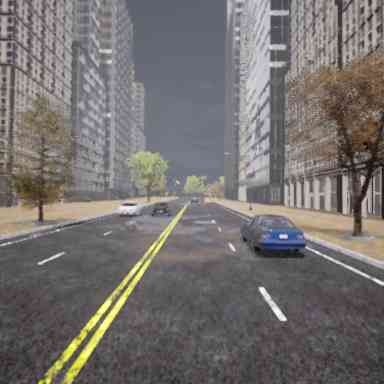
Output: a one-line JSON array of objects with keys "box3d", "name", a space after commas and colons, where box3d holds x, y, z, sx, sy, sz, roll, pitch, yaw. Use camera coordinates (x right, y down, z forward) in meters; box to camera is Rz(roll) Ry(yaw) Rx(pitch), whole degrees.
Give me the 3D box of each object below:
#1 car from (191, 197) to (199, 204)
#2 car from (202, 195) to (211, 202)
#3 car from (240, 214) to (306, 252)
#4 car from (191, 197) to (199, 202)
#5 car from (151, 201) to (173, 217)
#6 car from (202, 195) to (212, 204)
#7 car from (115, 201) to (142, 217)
[{"box3d": [0.645, 2.116, 82.224, 1.994, 1.385, 4.181, 1, 0, 0], "name": "car"}, {"box3d": [3.981, 1.788, 92.201, 2.150, 2.045, 5.566, 1, 0, 0], "name": "car"}, {"box3d": [3.350, 1.687, 14.611, 2.033, 1.411, 5.357, 1, 0, 0], "name": "car"}, {"box3d": [0.727, 2.039, 92.196, 2.128, 1.511, 4.902, 1, 0, 0], "name": "car"}, {"box3d": [-3.007, 1.707, 33.803, 1.837, 1.490, 4.892, 1, -1, 1], "name": "car"}, {"box3d": [3.895, 2.090, 82.057, 1.882, 1.535, 5.008, 1, 0, 0], "name": "car"}, {"box3d": [-6.260, 1.686, 33.531, 1.812, 1.442, 4.674, 1, -1, 1], "name": "car"}]
